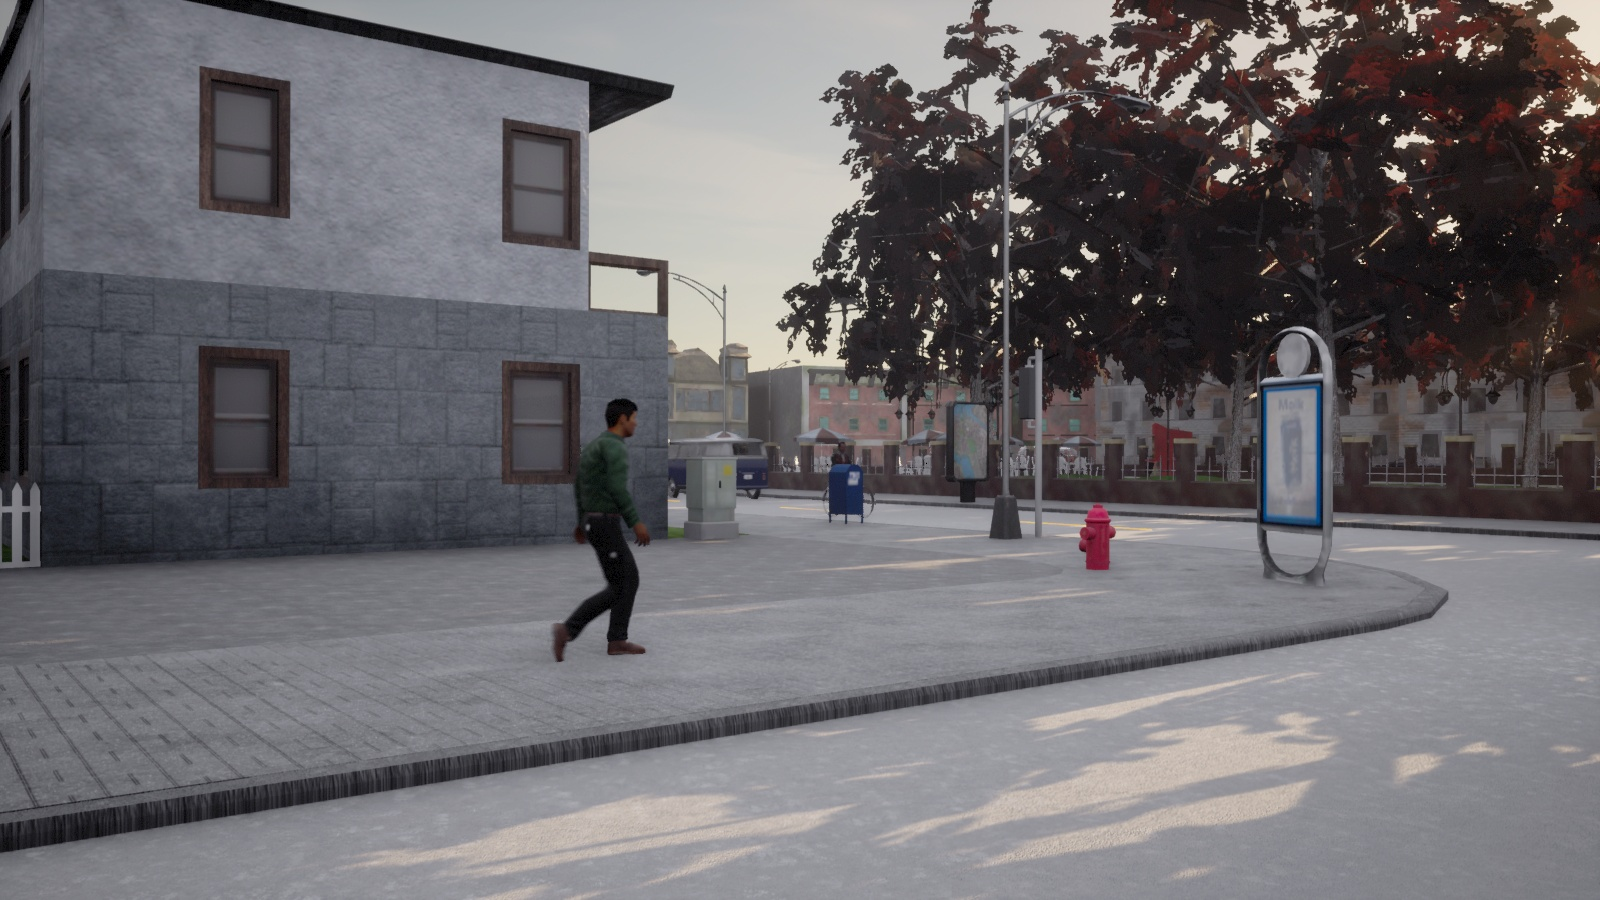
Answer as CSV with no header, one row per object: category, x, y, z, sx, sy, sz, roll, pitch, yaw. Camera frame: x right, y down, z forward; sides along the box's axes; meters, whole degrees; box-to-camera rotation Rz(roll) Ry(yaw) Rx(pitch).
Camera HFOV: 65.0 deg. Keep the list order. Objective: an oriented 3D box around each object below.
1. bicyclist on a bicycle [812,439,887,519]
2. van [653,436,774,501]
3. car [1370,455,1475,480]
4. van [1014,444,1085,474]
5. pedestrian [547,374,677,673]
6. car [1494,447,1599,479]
bicyclist on a bicycle,1.125,0.681,28.834,0.659,1.776,1.843,0,-2,-37
van,-2.856,0.600,40.784,1.775,1.987,4.442,0,-1,-37
car,33.518,0.940,67.722,1.895,1.301,4.718,0,0,-37
van,17.534,0.647,88.181,4.480,2.038,2.069,0,-1,30
pedestrian,-1.279,0.478,8.532,0.788,1.949,0.423,0,0,-22
car,39.595,0.667,66.306,2.242,1.667,4.611,0,0,-37
